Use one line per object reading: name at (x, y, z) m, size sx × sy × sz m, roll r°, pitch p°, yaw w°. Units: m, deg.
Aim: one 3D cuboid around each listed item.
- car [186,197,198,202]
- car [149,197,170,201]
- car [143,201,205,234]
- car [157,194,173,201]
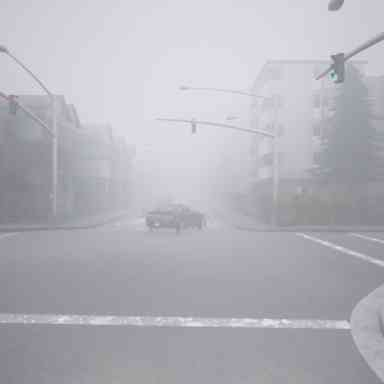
car at (-0.008, 1.540, 55.216) m, size 1.812 × 1.442 × 4.674 m, roll 0°, pitch 0°, yaw -3°
car at (-3.589, 1.500, 32.325) m, size 2.128 × 1.511 × 4.902 m, roll 0°, pitch 0°, yaw 0°
car at (-0.799, 1.455, 18.722) m, size 2.128 × 1.511 × 4.902 m, roll 1°, pitch -1°, yaw 23°
car at (-3.566, 1.233, 42.900) m, size 2.150 × 2.045 × 5.566 m, roll 0°, pitch 0°, yaw 0°
